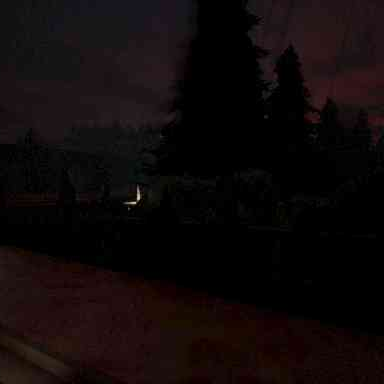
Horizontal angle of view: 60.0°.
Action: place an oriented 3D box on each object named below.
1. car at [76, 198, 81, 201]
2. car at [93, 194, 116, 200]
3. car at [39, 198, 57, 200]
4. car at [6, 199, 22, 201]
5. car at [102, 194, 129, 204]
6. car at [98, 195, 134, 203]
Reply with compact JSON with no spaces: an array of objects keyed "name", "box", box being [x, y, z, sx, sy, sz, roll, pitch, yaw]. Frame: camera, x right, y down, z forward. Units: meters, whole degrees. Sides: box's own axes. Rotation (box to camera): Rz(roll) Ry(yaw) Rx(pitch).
[{"name":"car","box":[-19.879,1.506,53.088,1.812,1.442,4.674,0,1,35]},{"name":"car","box":[-14.544,1.391,54.532,2.128,1.511,4.902,0,2,36]},{"name":"car","box":[-20.441,1.525,46.306,1.812,1.442,4.674,0,0,36]},{"name":"car","box":[-25.015,1.600,45.941,1.895,1.301,4.718,0,0,36]},{"name":"car","box":[-14.056,1.185,61.207,1.837,1.490,4.892,0,3,36]},{"name":"car","box":[-8.093,1.477,39.160,1.882,1.535,5.008,0,0,36]}]
